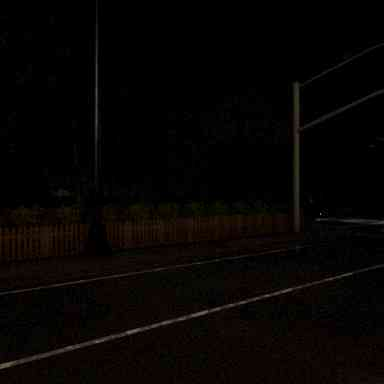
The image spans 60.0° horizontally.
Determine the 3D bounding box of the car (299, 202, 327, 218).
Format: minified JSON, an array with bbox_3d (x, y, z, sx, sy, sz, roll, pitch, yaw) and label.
[{"bbox_3d":[9.856,1.600,30.557,1.895,1.301,4.718,0,0,-35],"label":"car"}]
